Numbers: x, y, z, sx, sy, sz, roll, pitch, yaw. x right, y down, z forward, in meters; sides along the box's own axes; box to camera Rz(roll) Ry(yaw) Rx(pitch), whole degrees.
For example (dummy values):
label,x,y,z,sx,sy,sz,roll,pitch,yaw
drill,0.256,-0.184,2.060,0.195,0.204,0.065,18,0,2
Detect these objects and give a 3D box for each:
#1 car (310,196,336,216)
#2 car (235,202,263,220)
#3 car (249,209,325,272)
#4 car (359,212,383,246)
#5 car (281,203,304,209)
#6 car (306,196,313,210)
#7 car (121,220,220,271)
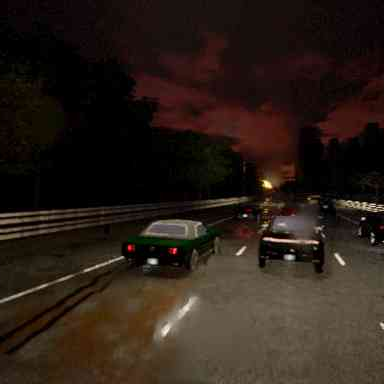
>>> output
label,x,y,z,sx,sy,sz,roll,pitch,yaw
car,14.971,1.695,37.790,2.097,1.767,4.553,2,0,17
car,4.854,1.604,28.211,1.837,1.490,4.892,2,0,17
car,3.372,1.573,11.347,2.128,1.511,4.902,2,0,17
car,9.549,1.716,16.280,1.882,1.535,5.008,2,0,17
car,8.715,1.724,28.901,1.812,1.442,4.674,2,0,17
car,18.489,1.623,49.947,2.150,2.045,5.566,2,0,16
car,-0.392,1.584,11.021,1.895,1.301,4.718,2,0,17
